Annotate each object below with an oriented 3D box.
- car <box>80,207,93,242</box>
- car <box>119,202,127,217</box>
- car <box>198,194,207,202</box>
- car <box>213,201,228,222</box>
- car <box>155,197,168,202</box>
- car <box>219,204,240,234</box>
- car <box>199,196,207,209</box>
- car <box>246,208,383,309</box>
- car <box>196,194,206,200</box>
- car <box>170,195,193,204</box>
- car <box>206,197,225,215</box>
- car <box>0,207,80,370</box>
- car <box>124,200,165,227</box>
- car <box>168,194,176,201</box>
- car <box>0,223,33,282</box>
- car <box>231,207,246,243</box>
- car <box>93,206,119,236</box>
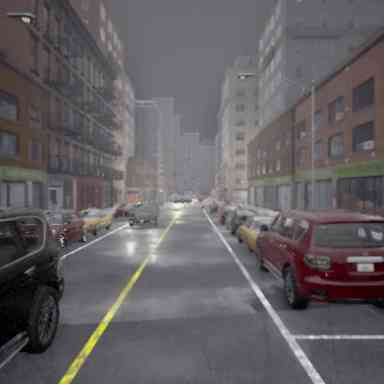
[{"bbox_3d":[-5.678,1.459,13.339,1.967,1.590,4.097,-1,0,0],"label":"car"},{"bbox_3d":[-5.680,1.602,29.829,1.887,1.381,4.507,-1,0,0],"label":"car"},{"bbox_3d":[2.833,1.602,89.774,2.192,1.841,5.009,-1,0,0],"label":"car"},{"bbox_3d":[2.846,1.589,24.333,1.887,1.381,4.507,-1,0,0],"label":"car"},{"bbox_3d":[-5.685,1.712,57.312,1.947,1.339,4.313,-1,0,0],"label":"car"},{"bbox_3d":[2.847,1.582,18.836,2.008,1.369,4.403,-1,0,0],"label":"car"},{"bbox_3d":[2.344,1.639,48.247,1.812,1.442,4.674,0,0,0],"label":"car"},{"bbox_3d":[2.848,1.326,7.843,2.192,1.841,5.009,-1,0,0],"label":"car"},{"bbox_3d":[2.833,1.578,84.187,2.192,1.841,5.009,-1,0,0],"label":"car"},{"bbox_3d":[-1.850,1.778,67.410,1.895,1.301,4.718,0,0,31],"label":"car"},{"bbox_3d":[2.843,1.514,35.327,1.967,1.590,4.097,-1,0,0],"label":"car"},{"bbox_3d":[-3.063,1.227,3.198,2.150,2.045,5.566,0,0,-2],"label":"car"},{"bbox_3d":[-3.101,1.545,22.957,1.837,1.490,4.892,0,0,0],"label":"car"},{"bbox_3d":[-5.690,1.827,84.186,1.947,1.339,4.313,-1,0,0],"label":"car"},{"bbox_3d":[-5.675,1.592,7.841,1.802,1.307,4.206,0,0,0],"label":"car"},{"bbox_3d":[2.848,1.546,13.510,1.752,1.417,4.829,-1,0,0],"label":"car"},{"bbox_3d":[-5.678,1.555,18.665,1.752,1.417,4.829,-1,0,0],"label":"car"}]
